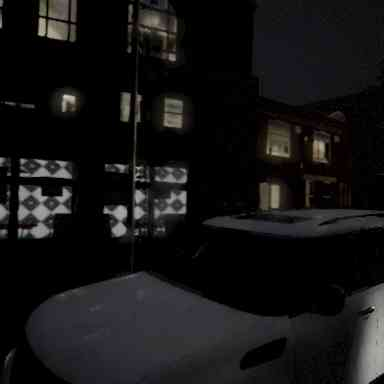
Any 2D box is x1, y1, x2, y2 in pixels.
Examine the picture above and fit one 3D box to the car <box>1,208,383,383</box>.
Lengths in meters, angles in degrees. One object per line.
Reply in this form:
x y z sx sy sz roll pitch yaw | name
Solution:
1.007 1.258 3.835 5.566 2.045 2.150 1 0 -36 | car
